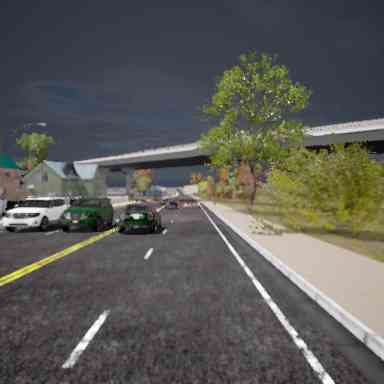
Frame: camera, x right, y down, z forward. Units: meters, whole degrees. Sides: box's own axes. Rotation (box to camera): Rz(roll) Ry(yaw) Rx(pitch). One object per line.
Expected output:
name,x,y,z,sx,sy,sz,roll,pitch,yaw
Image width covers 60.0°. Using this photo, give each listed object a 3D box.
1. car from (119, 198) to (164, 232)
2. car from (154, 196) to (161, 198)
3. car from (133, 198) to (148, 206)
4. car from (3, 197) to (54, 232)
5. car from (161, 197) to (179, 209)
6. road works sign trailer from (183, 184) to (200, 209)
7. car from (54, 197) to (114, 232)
car,-3.152,1.469,20.991,2.097,1.767,4.553,0,0,0
car,-6.542,1.737,63.513,2.097,1.767,4.553,0,0,0
car,-9.792,1.880,63.481,2.128,1.511,4.902,0,0,0
car,-9.843,1.344,21.601,2.150,2.045,5.566,0,0,0
car,-3.151,1.797,51.548,2.128,1.511,4.902,0,-1,0
road works sign trailer,-0.070,0.674,52.229,2.380,3.560,2.880,-6,-1,1
car,-6.593,1.344,21.555,2.150,2.045,5.566,0,0,0
